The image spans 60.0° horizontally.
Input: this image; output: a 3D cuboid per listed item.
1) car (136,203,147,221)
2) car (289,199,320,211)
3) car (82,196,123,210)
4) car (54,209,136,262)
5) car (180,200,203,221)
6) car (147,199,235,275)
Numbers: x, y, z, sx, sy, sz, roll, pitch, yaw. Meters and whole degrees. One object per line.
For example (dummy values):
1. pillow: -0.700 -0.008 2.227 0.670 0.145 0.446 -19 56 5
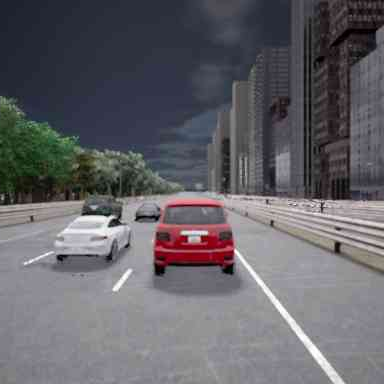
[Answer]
1. car: -3.549 1.638 28.093 1.994 1.385 4.181 0 0 0
2. car: 14.374 1.672 42.843 2.128 1.511 4.902 0 0 -18
3. car: -7.046 1.298 26.549 2.150 2.045 5.566 0 0 0
4. car: -3.449 1.559 12.211 1.812 1.442 4.674 0 0 0
5. car: -0.059 1.547 28.975 1.882 1.535 5.008 0 0 0
6. car: 0.045 1.244 10.712 2.150 2.045 5.566 0 0 0
